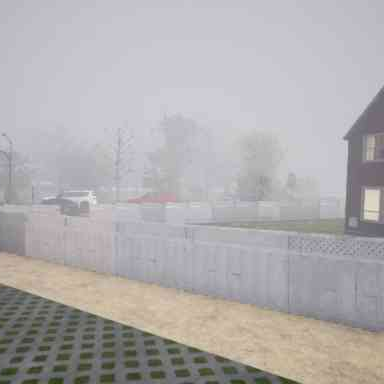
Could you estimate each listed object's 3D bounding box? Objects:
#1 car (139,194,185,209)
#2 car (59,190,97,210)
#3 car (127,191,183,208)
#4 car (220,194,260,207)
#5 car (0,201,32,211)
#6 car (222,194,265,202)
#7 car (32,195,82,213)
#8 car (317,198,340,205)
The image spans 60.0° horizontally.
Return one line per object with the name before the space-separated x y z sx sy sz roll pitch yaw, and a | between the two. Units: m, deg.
car | -3.509 1.050 38.461 5.008 1.535 1.882 0 2 -19
car | -12.987 0.866 35.282 5.566 2.045 2.150 0 2 -19
car | -4.071 0.915 34.839 5.566 2.045 2.150 -1 2 -19
car | 5.965 1.036 41.622 4.674 1.442 1.812 0 2 -18
car | -16.157 1.387 27.171 5.008 1.535 1.882 0 2 -19
car | 6.146 1.172 38.264 5.357 1.411 2.033 0 2 -18
car | -13.283 1.289 31.777 4.674 1.442 1.812 0 2 -17
car | 16.218 1.293 38.008 4.718 1.301 1.895 0 2 -19
